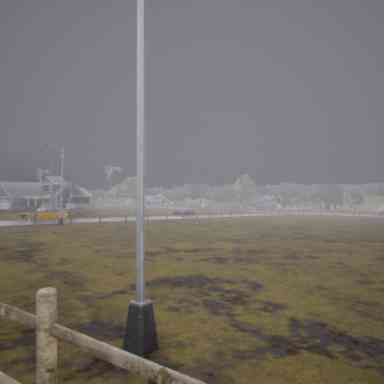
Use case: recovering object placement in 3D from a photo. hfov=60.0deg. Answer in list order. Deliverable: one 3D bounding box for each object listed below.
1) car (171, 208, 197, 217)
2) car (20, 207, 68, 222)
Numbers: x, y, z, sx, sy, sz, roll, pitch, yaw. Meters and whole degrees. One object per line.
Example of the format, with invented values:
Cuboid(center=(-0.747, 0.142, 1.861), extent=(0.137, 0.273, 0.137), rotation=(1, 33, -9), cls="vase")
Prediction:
Cuboid(center=(-1.315, 3.514, 57.260), extent=(2.033, 1.411, 5.357), rotation=(0, -3, 36), cls="car")
Cuboid(center=(-16.159, 2.385, 36.480), extent=(1.882, 1.535, 5.008), rotation=(0, -2, 35), cls="car")
